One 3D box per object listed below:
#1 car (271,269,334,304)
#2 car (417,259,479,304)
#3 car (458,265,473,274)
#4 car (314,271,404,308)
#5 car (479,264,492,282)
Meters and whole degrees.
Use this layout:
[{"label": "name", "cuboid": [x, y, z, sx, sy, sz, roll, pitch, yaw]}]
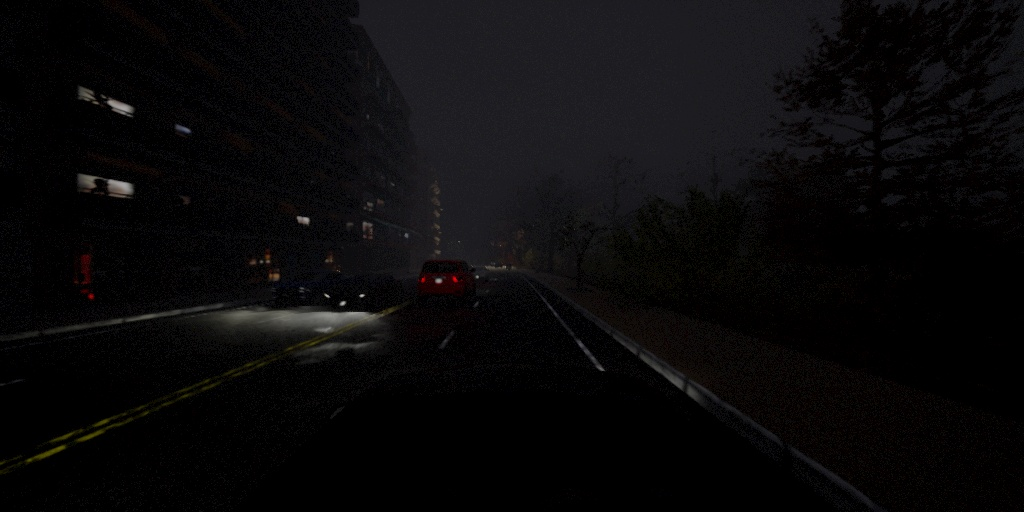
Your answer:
[{"label": "car", "cuboid": [-9.850, 1.453, 18.067, 1.882, 1.535, 5.008, 0, -1, 0]}, {"label": "car", "cuboid": [-3.145, 1.197, 18.072, 2.150, 2.045, 5.566, 0, -1, 0]}, {"label": "car", "cuboid": [-7.362, 2.119, 57.337, 1.895, 1.301, 4.718, 0, -1, -2]}, {"label": "car", "cuboid": [-6.596, 1.503, 16.645, 2.033, 1.411, 5.357, 0, -1, 0]}, {"label": "car", "cuboid": [-3.262, 1.745, 35.621, 1.812, 1.442, 4.674, 0, -1, -1]}]
